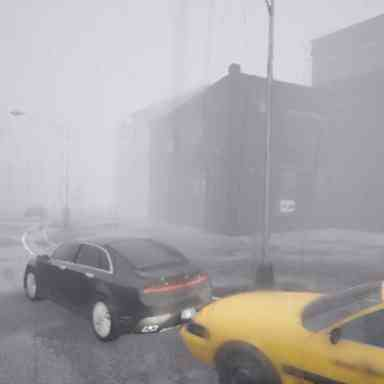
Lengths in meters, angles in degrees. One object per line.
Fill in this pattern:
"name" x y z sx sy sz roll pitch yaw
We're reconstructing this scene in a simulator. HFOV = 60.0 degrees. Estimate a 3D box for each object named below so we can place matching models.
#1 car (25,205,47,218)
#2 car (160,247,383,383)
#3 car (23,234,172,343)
"car" -17.943 2.206 38.237 1.812 1.442 4.674 2 -2 -17
"car" 2.341 1.555 3.320 5.366 1.575 1.801 0 -1 36
"car" -1.793 1.636 6.820 4.892 1.490 1.837 -1 -2 44
